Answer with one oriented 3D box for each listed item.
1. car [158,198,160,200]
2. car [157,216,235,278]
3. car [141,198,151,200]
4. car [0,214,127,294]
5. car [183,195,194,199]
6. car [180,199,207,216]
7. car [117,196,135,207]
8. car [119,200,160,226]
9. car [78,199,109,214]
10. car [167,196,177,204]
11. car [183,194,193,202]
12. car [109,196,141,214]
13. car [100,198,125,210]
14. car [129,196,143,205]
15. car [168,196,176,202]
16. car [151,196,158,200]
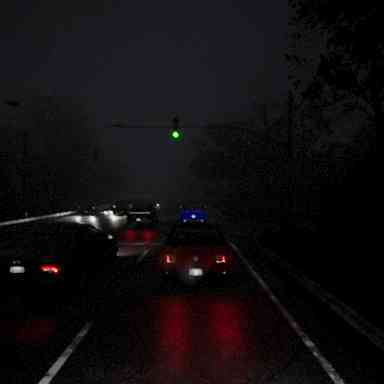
[{"bbox_3d":[-7.588,1.673,67.826,1.837,1.490,4.892,0,0,-2],"label":"car"},{"bbox_3d":[0.107,1.628,10.160,1.895,1.301,4.718,0,0,0],"label":"car"},{"bbox_3d":[-7.173,1.666,44.913,2.033,1.411,5.357,0,0,0],"label":"car"},{"bbox_3d":[-3.403,1.571,8.996,2.033,1.411,5.357,0,0,0],"label":"car"},{"bbox_3d":[-0.564,1.656,67.322,1.882,1.535,5.008,0,0,-2],"label":"car"},{"bbox_3d":[0.096,1.545,25.508,1.882,1.535,5.008,0,0,0],"label":"car"},{"bbox_3d":[-10.772,1.497,54.838,2.097,1.767,4.553,0,0,-1],"label":"car"},{"bbox_3d":[-3.404,1.554,23.647,2.128,1.511,4.902,0,0,0],"label":"car"},{"bbox_3d":[-10.622,1.695,35.675,1.895,1.301,4.718,0,0,0],"label":"car"},{"bbox_3d":[-4.049,1.724,66.812,2.033,1.411,5.357,0,0,-2],"label":"car"},{"bbox_3d":[-1.055,1.467,77.439,2.097,1.767,4.553,0,0,-3],"label":"car"},{"bbox_3d":[-7.069,1.446,35.441,2.097,1.767,4.553,0,0,-1],"label":"car"},{"bbox_3d":[-10.675,1.610,44.998,2.128,1.511,4.902,0,0,-1],"label":"car"},{"bbox_3d":[-11.003,1.665,65.436,2.128,1.511,4.902,0,0,-2],"label":"car"},{"bbox_3d":[-4.551,1.636,77.268,1.812,1.442,4.674,0,0,-3],"label":"car"},{"bbox_3d":[-7.275,1.709,54.786,1.994,1.385,4.181,0,0,-1],"label":"car"}]
